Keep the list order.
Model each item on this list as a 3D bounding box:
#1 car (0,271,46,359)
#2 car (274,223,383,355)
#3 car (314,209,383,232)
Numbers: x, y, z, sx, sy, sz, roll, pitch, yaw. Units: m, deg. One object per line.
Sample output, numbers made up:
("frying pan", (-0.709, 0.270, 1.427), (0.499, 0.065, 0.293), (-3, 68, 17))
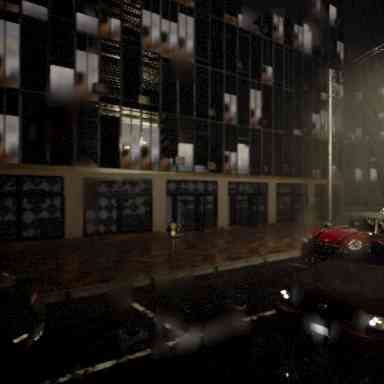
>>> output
("car", (-4.021, 1.559, 3.680), (4.403, 1.369, 2.008), (0, 1, -35))
("car", (3.935, 1.506, 6.188), (5.357, 1.411, 2.033), (0, 0, -36))
("car", (5.218, 1.377, 10.269), (4.097, 1.590, 1.967), (0, 1, -35))
